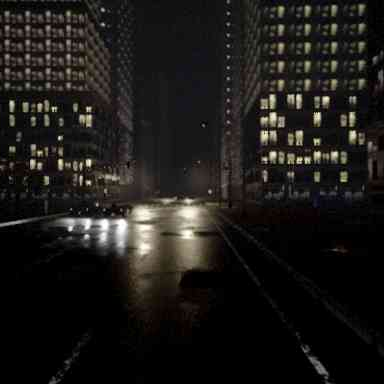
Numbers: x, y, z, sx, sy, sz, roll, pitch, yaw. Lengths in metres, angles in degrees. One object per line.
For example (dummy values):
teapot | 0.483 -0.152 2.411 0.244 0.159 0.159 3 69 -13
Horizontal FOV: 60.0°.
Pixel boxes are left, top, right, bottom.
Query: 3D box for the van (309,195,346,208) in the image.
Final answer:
van | 18.357 1.340 44.527 3.998 1.788 1.690 0 0 2

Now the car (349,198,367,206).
car | 26.920 1.578 52.215 4.206 1.307 1.802 0 0 2

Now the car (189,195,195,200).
car | -0.003 1.563 93.200 2.033 1.411 5.357 0 0 0

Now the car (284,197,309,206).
car | 17.086 1.514 52.700 4.829 1.417 1.752 0 0 2

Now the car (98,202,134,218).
car | -6.567 1.570 29.852 1.895 1.301 4.718 0 0 0

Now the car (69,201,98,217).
car | -9.809 1.569 31.177 1.895 1.301 4.718 0 0 0

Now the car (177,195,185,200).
car | -3.253 1.563 93.200 2.033 1.411 5.357 0 0 0
